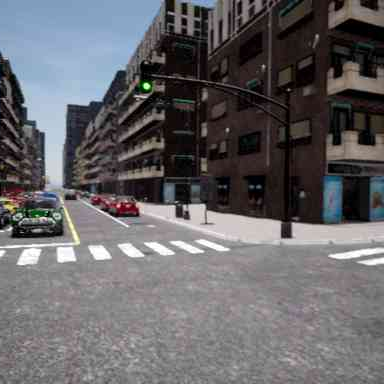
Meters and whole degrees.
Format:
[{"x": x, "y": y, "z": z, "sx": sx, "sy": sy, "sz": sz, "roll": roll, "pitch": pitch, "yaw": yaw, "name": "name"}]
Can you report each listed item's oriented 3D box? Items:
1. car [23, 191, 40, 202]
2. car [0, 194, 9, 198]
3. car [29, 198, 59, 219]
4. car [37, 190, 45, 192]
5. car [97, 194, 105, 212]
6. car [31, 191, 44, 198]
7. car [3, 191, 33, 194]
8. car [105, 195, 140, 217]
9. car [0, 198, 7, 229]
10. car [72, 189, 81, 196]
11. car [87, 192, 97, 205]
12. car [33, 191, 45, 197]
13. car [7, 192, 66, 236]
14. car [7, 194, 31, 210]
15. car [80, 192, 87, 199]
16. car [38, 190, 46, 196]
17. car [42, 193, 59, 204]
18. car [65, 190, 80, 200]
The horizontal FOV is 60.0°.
[{"x": -24.032, "y": 0.615, "z": 49.889, "sx": 1.967, "sy": 1.590, "sz": 4.097, "roll": 0, "pitch": 1, "yaw": -22, "name": "car"}, {"x": -13.233, "y": 1.097, "z": 23.429, "sx": 1.752, "sy": 1.417, "sz": 4.829, "roll": 0, "pitch": 1, "yaw": -22, "name": "car"}, {"x": -11.335, "y": 1.170, "z": 25.686, "sx": 1.895, "sy": 1.301, "sz": 4.718, "roll": 0, "pitch": 1, "yaw": -22, "name": "car"}, {"x": -15.184, "y": 0.903, "z": 35.310, "sx": 1.882, "sy": 1.535, "sz": 5.008, "roll": 0, "pitch": 1, "yaw": -22, "name": "car"}, {"x": -7.686, "y": 0.983, "z": 32.015, "sx": 1.967, "sy": 1.590, "sz": 4.097, "roll": 0, "pitch": 1, "yaw": -22, "name": "car"}, {"x": -30.475, "y": 0.494, "z": 65.671, "sx": 2.008, "sy": 1.369, "sz": 4.403, "roll": 0, "pitch": 1, "yaw": -22, "name": "car"}, {"x": -15.442, "y": 0.805, "z": 28.845, "sx": 2.192, "sy": 1.841, "sz": 5.009, "roll": 0, "pitch": 1, "yaw": -22, "name": "car"}, {"x": -5.539, "y": 1.063, "z": 26.755, "sx": 1.967, "sy": 1.590, "sz": 4.097, "roll": 0, "pitch": 1, "yaw": -22, "name": "car"}, {"x": -11.150, "y": 1.216, "z": 18.326, "sx": 1.947, "sy": 1.339, "sz": 4.313, "roll": 0, "pitch": 1, "yaw": -22, "name": "car"}, {"x": -31.305, "y": 0.130, "z": 89.882, "sx": 1.967, "sy": 1.590, "sz": 4.097, "roll": 0, "pitch": 1, "yaw": -22, "name": "car"}, {"x": -11.981, "y": 0.967, "z": 42.538, "sx": 1.802, "sy": 1.307, "sz": 4.206, "roll": 0, "pitch": 1, "yaw": -22, "name": "car"}, {"x": -32.622, "y": 0.416, "z": 70.932, "sx": 2.008, "sy": 1.369, "sz": 4.403, "roll": 0, "pitch": 1, "yaw": -22, "name": "car"}, {"x": -7.566, "y": 1.062, "z": 16.493, "sx": 2.097, "sy": 1.767, "sz": 4.553, "roll": 0, "pitch": 1, "yaw": -23, "name": "car"}, {"x": -17.527, "y": 0.938, "z": 33.950, "sx": 1.752, "sy": 1.417, "sz": 4.829, "roll": 0, "pitch": 1, "yaw": -22, "name": "car"}, {"x": -20.570, "y": 0.624, "z": 63.580, "sx": 2.008, "sy": 1.369, "sz": 4.403, "roll": 0, "pitch": 1, "yaw": -22, "name": "car"}, {"x": -39.064, "y": 0.203, "z": 86.714, "sx": 1.947, "sy": 1.339, "sz": 4.313, "roll": 0, "pitch": 1, "yaw": -22, "name": "car"}, {"x": -19.171, "y": 0.826, "z": 45.098, "sx": 2.033, "sy": 1.411, "sz": 5.357, "roll": 0, "pitch": 1, "yaw": -22, "name": "car"}, {"x": -20.568, "y": 0.710, "z": 56.459, "sx": 1.994, "sy": 1.385, "sz": 4.181, "roll": 0, "pitch": 1, "yaw": -22, "name": "car"}]
